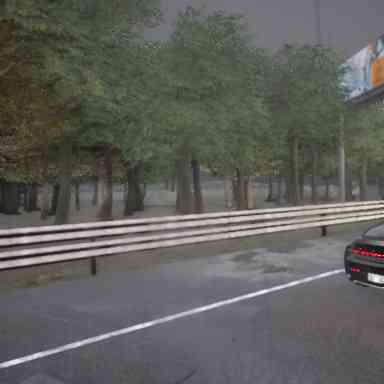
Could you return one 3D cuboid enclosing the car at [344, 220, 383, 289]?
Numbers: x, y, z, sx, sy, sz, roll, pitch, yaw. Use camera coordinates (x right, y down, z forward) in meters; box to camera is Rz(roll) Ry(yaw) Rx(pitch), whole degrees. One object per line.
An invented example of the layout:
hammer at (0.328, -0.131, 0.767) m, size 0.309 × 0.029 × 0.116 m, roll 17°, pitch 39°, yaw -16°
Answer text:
car at (5.413, 1.285, 7.468) m, size 4.892 × 1.490 × 1.837 m, roll -2°, pitch 1°, yaw -33°
